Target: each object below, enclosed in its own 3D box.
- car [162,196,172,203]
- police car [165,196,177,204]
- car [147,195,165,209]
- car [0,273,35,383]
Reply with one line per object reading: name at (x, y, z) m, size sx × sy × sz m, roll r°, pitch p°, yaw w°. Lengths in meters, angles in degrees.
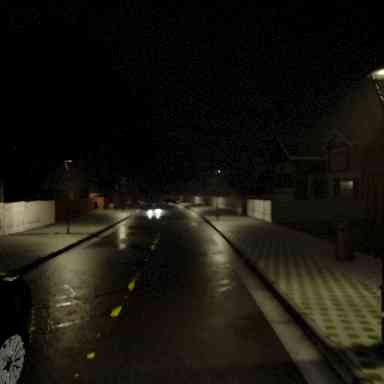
car at (-5.903, 1.779, 78.720) m, size 1.882 × 1.535 × 5.008 m, roll 0°, pitch 0°, yaw -10°
police car at (-4.341, 1.653, 68.906) m, size 1.930 × 1.638 × 5.238 m, roll 0°, pitch 0°, yaw -8°
car at (-5.286, 1.606, 46.798) m, size 2.128 × 1.511 × 4.902 m, roll 0°, pitch 0°, yaw -6°
car at (-2.891, 1.494, 2.265) m, size 2.128 × 1.511 × 4.902 m, roll 0°, pitch 0°, yaw -1°
